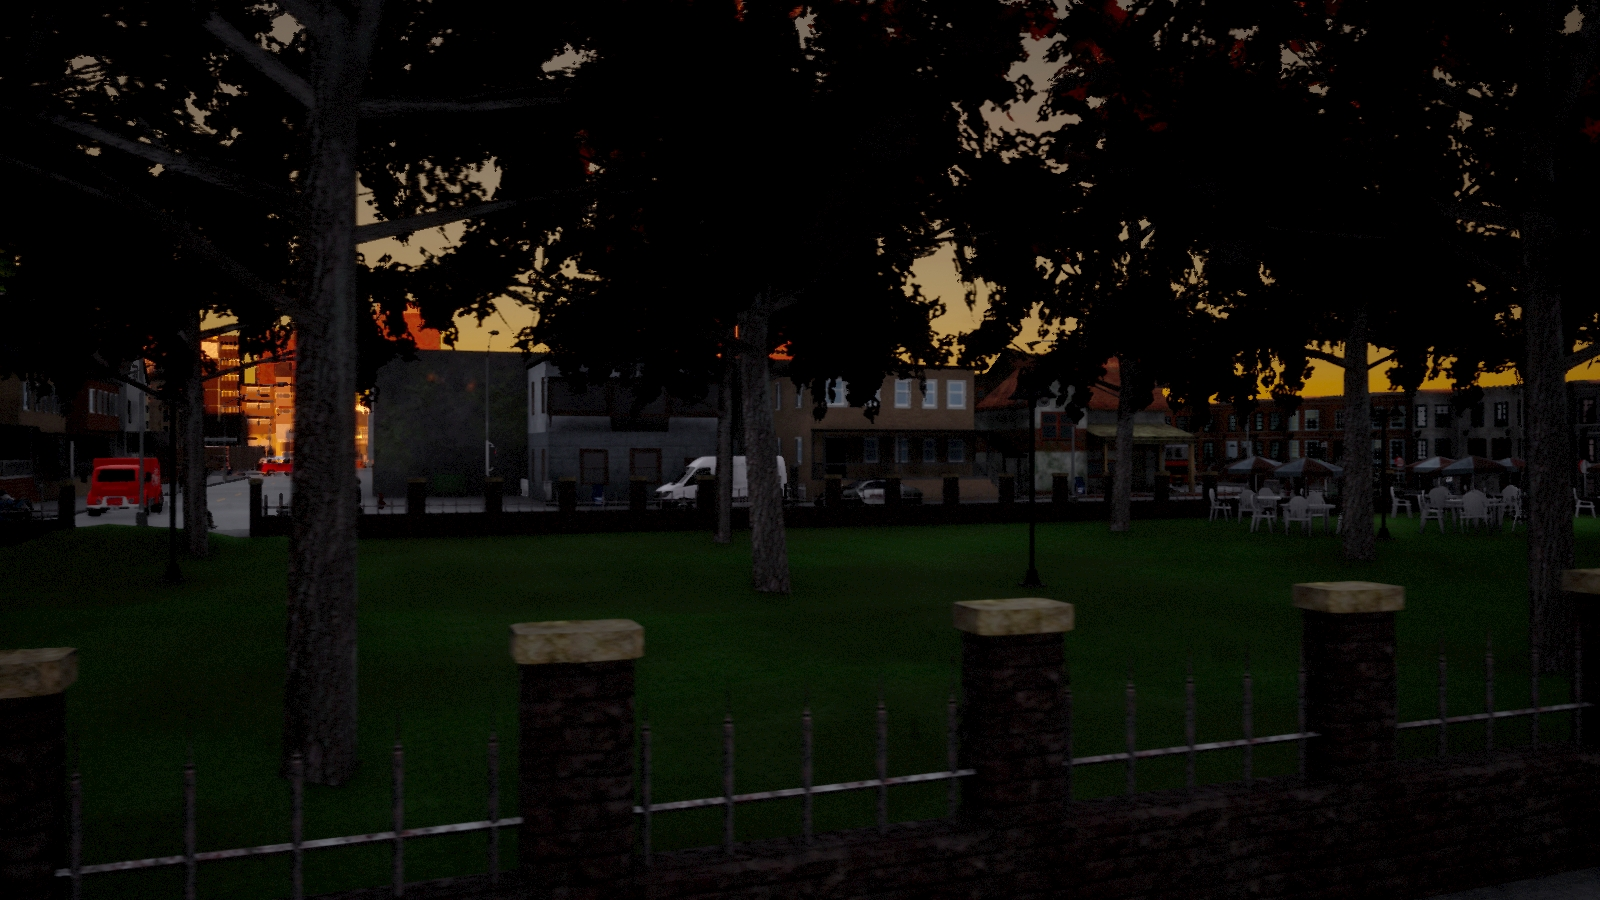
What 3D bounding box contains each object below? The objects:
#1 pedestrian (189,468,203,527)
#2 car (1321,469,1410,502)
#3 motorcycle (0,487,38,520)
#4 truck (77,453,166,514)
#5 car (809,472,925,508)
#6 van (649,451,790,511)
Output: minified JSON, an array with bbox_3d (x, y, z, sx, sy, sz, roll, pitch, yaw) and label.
[{"bbox_3d":[-19.476,1.525,36.846,0.375,1.860,0.375,0,0,-20],"label":"pedestrian"},{"bbox_3d":[28.862,1.779,58.342,3.988,1.617,1.851,0,0,-20],"label":"car"},{"bbox_3d":[-29.298,1.992,41.913,0.803,1.145,2.033,-7,-4,35],"label":"motorcycle"},{"bbox_3d":[-29.115,1.349,49.212,2.627,2.467,5.204,0,0,-23],"label":"truck"},{"bbox_3d":[3.123,1.817,53.286,4.974,1.542,2.038,0,0,-21],"label":"car"},{"bbox_3d":[-3.568,1.314,50.734,5.915,2.561,1.988,0,0,-20],"label":"van"}]
